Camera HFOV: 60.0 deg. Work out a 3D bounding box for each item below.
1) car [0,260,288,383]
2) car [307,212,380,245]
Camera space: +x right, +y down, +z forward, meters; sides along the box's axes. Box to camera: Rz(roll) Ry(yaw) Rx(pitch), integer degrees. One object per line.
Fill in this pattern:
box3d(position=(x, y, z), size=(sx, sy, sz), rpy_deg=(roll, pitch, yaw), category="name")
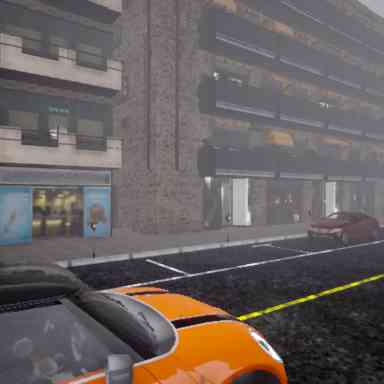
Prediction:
box3d(position=(-1.344, 1.351, 2.474), size=(4.553, 1.767, 2.097), rpy_deg=(0, 0, -35), category="car")
box3d(position=(7.172, 1.583, 15.538), size=(4.206, 1.307, 1.802), rpy_deg=(0, 0, -35), category="car")
